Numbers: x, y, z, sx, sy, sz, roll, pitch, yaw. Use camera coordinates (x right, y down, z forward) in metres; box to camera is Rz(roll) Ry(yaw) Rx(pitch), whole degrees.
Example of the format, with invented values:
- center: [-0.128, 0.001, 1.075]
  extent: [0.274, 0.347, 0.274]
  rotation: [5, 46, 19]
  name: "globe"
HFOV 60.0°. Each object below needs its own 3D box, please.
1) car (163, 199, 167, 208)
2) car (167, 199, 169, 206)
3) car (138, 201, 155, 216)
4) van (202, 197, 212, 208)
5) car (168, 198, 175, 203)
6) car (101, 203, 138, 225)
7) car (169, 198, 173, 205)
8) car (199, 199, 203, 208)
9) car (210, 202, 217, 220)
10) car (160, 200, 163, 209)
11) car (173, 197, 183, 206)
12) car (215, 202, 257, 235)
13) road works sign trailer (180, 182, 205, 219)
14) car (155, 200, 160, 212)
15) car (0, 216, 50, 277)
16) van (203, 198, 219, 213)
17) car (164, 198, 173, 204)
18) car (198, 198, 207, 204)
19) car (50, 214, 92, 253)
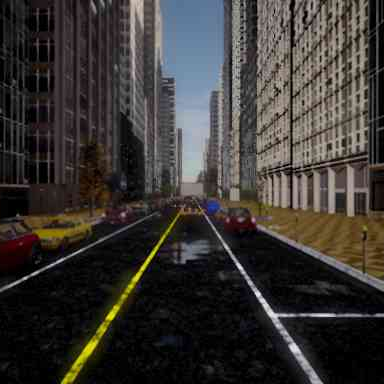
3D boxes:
- center: [-5.723, 2.055, 54.284]
  extent: [2.008, 1.369, 4.403]
  rotation: [-1, -1, 0]
  name: "car"
- center: [-5.725, 2.139, 59.967]
  extent: [1.802, 1.307, 4.206]
  rotation: [-1, -1, 0]
  name: "car"
- center: [-5.715, 1.897, 37.234]
  extent: [2.008, 1.369, 4.403]
  rotation: [-1, -1, 0]
  name: "car"
- center: [2.653, 1.898, 59.974]
  extent: [1.690, 1.788, 3.998]
  rotation: [-1, -1, 0]
  name: "van"
- center: [-5.741, 2.454, 94.068]
  extent: [1.802, 1.307, 4.206]
  rotation: [-1, -1, 0]
  name: "car"
- center: [-5.710, 1.681, 25.869]
  extent: [1.967, 1.590, 4.097]
  rotation: [-1, -1, 0]
  name: "car"
- center: [-5.731, 2.213, 71.335]
  extent: [2.008, 1.369, 4.403]
  rotation: [-1, -1, 0]
  name: "car"
- center: [2.655, 1.819, 54.290]
  extent: [2.192, 1.841, 5.009]
  rotation: [-1, -1, 0]
  name: "car"
- center: [2.671, 1.768, 26.041]
  extent: [1.752, 1.417, 4.829]
  rotation: [-1, -1, 0]
  name: "car"
- center: [-5.720, 1.996, 48.601]
  extent: [1.887, 1.381, 4.507]
  rotation: [-1, -1, 0]
  name: "car"
- center: [-3.034, 2.212, 71.767]
  extent: [1.994, 1.385, 4.181]
  rotation: [0, -1, 0]
  name: "car"
- center: [2.673, 1.628, 20.189]
  extent: [1.967, 1.590, 4.097]
  rotation: [-1, -1, 0]
  name: "car"
- center: [0.007, 0.774, 33.308]
  extent: [2.380, 3.560, 2.880]
  rotation: [0, -1, 0]
  name: "road works sign trailer"
- center: [-5.717, 1.965, 42.917]
  extent: [1.947, 1.339, 4.313]
  rotation: [-1, -1, 0]
  name: "car"
- center: [-5.702, 1.523, 8.818]
  extent: [1.967, 1.590, 4.097]
  rotation: [-1, -1, 0]
  name: "car"
- center: [2.661, 1.740, 42.923]
  extent: [1.690, 1.788, 3.998]
  rotation: [-1, -1, 0]
  name: "van"
- center: [-5.736, 2.318, 82.701]
  extent: [2.008, 1.369, 4.403]
  rotation: [-1, -1, 0]
  name: "car"
- center: [2.645, 2.318, 82.705]
  extent: [2.008, 1.369, 4.403]
  rotation: [-1, -1, 0]
  name: "car"
- center: [-5.704, 1.659, 14.331]
  extent: [1.752, 1.417, 4.829]
  rotation: [-1, -1, 0]
  name: "car"
